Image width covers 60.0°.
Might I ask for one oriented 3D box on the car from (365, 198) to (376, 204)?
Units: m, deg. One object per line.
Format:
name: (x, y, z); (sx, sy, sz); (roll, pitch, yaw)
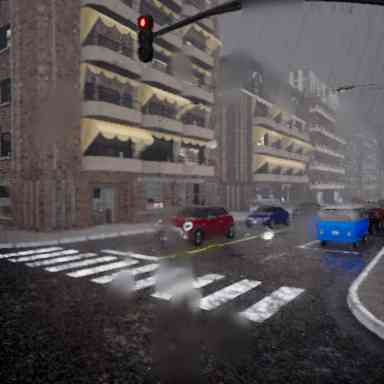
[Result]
car: (44.824, 2.166, 83.352); (1.752, 1.417, 4.829); (-1, -1, 35)

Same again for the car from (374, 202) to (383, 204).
car: (16.501, 1.800, 28.997); (2.008, 1.369, 4.403); (-1, -1, 35)

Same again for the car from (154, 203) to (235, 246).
car: (0.242, 1.443, 15.959); (2.097, 1.767, 4.553); (0, 0, 35)

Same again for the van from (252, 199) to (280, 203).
van: (6.454, 1.526, 29.268); (1.690, 1.788, 3.998); (-1, -1, 35)

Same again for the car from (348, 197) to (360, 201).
car: (28.894, 2.036, 60.896); (1.802, 1.307, 4.206); (-1, -1, 35)

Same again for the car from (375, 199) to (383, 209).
car: (30.676, 1.942, 53.379); (1.837, 1.490, 4.892); (0, 0, 36)

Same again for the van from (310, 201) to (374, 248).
van: (7.020, 1.475, 15.345); (1.690, 1.788, 3.998); (-1, -1, 35)

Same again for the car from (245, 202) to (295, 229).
car: (5.374, 1.679, 23.232); (1.812, 1.442, 4.674); (0, 0, 35)

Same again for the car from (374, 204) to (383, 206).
car: (13.295, 1.793, 24.478); (1.802, 1.307, 4.206); (-1, -1, 35)

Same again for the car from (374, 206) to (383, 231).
car: (10.090, 1.738, 19.960); (1.947, 1.339, 4.313); (-1, -1, 35)

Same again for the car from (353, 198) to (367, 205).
car: (35.306, 2.075, 69.934); (1.887, 1.381, 4.507); (-1, -1, 35)

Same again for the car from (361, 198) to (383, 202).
car: (24.739, 1.857, 45.003); (2.128, 1.511, 4.902); (0, 0, 35)

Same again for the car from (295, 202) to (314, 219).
car: (10.688, 1.723, 30.716); (1.837, 1.490, 4.892); (0, 0, 35)
